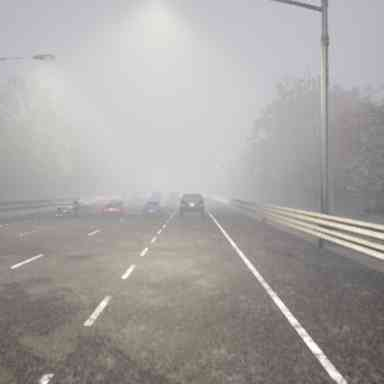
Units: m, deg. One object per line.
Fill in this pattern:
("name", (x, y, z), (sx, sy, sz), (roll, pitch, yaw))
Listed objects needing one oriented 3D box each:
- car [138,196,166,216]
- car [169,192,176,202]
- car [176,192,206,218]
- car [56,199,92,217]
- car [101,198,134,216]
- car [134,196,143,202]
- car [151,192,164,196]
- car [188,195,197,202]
("car", (-3.458, 1.416, 30.731), (1.812, 1.442, 4.674), (0, 0, 0))
("car", (-3.433, 0.993, 67.035), (2.150, 2.045, 5.566), (0, 0, 0))
("car", (0.025, 1.122, 28.524), (2.150, 2.045, 5.566), (0, 0, 1))
("car", (-10.462, 1.385, 29.875), (2.128, 1.511, 4.902), (0, 0, 1))
("car", (-6.957, 1.455, 30.733), (1.994, 1.385, 4.181), (0, 0, 0))
("car", (-10.433, 1.377, 66.325), (1.895, 1.301, 4.718), (0, 0, 0))
("car", (-6.931, 0.993, 66.756), (2.150, 2.045, 5.566), (0, 0, 0))
("car", (0.066, 1.301, 66.907), (1.812, 1.442, 4.674), (0, 0, 0))
